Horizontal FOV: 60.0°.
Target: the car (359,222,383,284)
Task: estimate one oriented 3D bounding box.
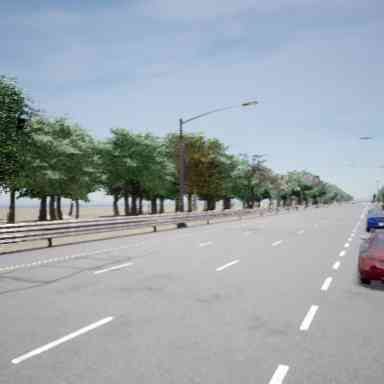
[{"bbox_3d":[6.166,1.839,10.037,1.994,1.385,4.181,-2,-2,28],"label":"car"}]

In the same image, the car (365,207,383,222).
[{"bbox_3d":[14.468,2.191,25.529,1.882,1.535,5.008,-2,-3,28],"label":"car"}]

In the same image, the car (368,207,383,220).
[{"bbox_3d":[23.605,2.689,42.440,1.812,1.442,4.674,-2,-2,30],"label":"car"}]
